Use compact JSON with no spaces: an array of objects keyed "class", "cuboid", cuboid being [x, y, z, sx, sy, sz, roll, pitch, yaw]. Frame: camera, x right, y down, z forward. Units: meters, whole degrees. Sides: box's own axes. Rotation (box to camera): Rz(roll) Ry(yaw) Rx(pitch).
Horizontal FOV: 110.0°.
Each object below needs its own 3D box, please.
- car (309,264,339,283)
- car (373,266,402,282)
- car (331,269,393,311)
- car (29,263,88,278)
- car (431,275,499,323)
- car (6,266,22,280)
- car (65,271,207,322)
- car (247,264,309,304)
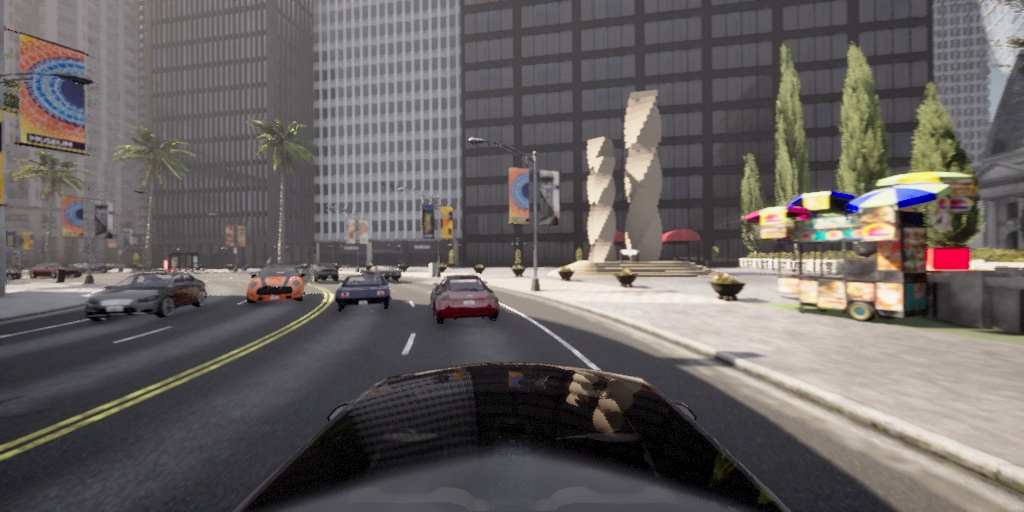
[{"class":"car","cuboid":[-16.305,1.434,30.350,4.892,1.490,1.837,-1,-1,45]},{"class":"car","cuboid":[-11.029,1.487,29.946,1.895,1.301,4.718,0,0,-40]},{"class":"car","cuboid":[-6.195,1.423,15.206,1.895,1.301,4.718,0,0,-20]},{"class":"car","cuboid":[-50.750,1.579,39.949,4.553,1.767,2.097,0,0,10]},{"class":"car","cuboid":[-1.754,1.346,12.477,1.994,1.385,4.181,0,0,-14]},{"class":"car","cuboid":[-53.309,1.603,36.835,4.553,1.767,2.097,0,0,10]},{"class":"car","cuboid":[-13.127,1.367,13.244,2.128,1.511,4.902,0,0,-23]},{"class":"car","cuboid":[-11.217,1.219,17.350,2.097,1.767,4.553,-1,0,-28]}]
